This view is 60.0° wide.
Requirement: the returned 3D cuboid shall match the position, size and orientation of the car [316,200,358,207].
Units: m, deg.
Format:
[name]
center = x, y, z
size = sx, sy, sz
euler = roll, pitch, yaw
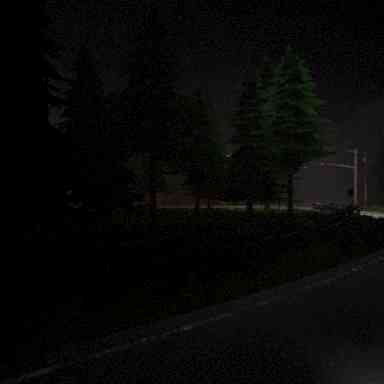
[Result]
[car]
center = 15.675, 1.599, 36.105
size = 2.033, 1.411, 5.357
euler = 0, 0, -17
